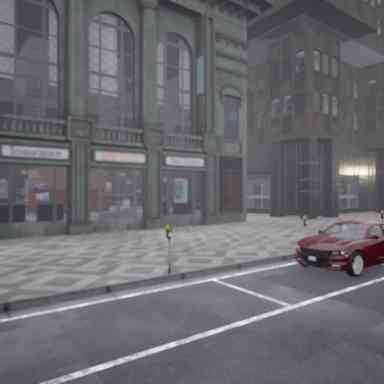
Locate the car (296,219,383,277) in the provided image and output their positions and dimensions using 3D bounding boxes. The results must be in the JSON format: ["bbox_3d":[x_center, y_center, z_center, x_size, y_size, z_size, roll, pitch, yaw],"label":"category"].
[{"bbox_3d":[5.075,1.547,10.273,4.507,1.381,1.887,0,0,-36],"label":"car"}]
